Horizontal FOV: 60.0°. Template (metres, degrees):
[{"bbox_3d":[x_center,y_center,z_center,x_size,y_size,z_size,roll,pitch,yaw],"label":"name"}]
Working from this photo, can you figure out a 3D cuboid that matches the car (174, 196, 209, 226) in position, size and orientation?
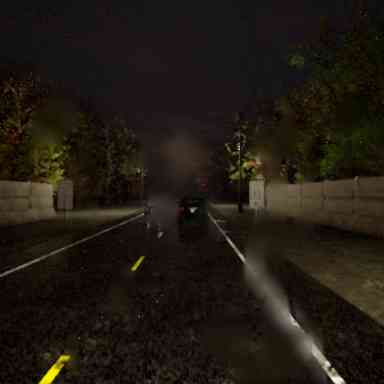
[{"bbox_3d":[0.069,1.330,24.966,2.150,2.045,5.566,0,0,1],"label":"car"}]

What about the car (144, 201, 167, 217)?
[{"bbox_3d":[-3.553,1.636,32.892,2.128,1.511,4.902,0,0,0],"label":"car"}]

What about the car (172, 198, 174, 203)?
[{"bbox_3d":[-3.404,1.717,74.529,2.128,1.511,4.902,0,0,0],"label":"car"}]

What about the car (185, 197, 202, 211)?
[{"bbox_3d":[0.143,1.532,43.463,2.097,1.767,4.553,0,0,0],"label":"car"}]
